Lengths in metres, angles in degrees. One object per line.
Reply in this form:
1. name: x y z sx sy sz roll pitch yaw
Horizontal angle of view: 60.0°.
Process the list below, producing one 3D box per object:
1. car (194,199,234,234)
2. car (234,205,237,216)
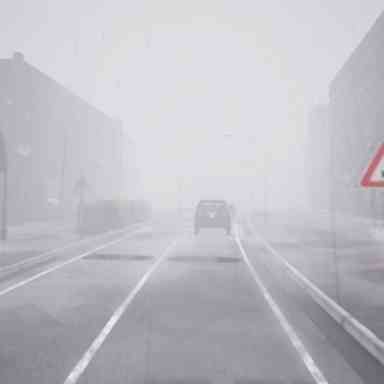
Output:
1. car: 1.391 1.448 20.985 2.150 2.045 5.566 0 -1 6
2. car: 4.226 1.962 39.170 2.128 1.511 4.902 0 -1 10
